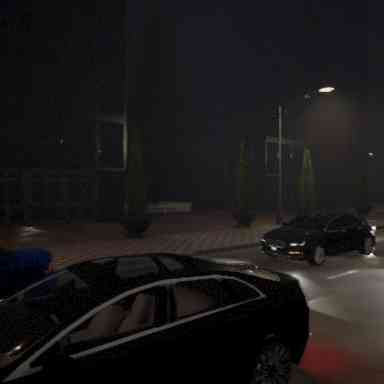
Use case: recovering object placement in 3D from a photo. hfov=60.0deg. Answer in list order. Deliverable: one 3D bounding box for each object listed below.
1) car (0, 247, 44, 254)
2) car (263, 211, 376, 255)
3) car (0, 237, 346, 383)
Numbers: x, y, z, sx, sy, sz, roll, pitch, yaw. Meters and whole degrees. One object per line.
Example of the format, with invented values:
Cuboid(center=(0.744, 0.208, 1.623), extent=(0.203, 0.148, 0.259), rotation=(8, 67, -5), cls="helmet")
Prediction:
Cuboid(center=(-4.692, 1.483, 4.935), extent=(5.008, 1.535, 1.882), rotation=(0, 0, -35), cls="car")
Cuboid(center=(4.454, 1.454, 11.449), extent=(4.892, 1.490, 1.837), rotation=(0, 0, -35), cls="car")
Cuboid(center=(-0.815, 1.487, 3.398), extent=(4.902, 1.511, 2.128), rotation=(0, 0, -35), cls="car")
